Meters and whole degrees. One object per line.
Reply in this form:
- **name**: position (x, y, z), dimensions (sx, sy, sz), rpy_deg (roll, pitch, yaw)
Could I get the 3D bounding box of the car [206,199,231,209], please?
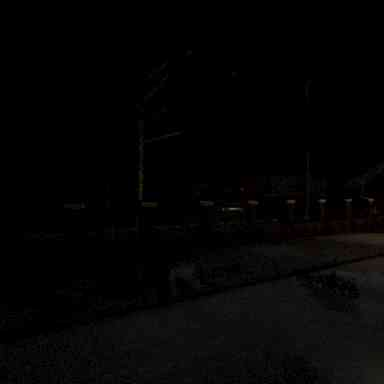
- **car**: position (3.687, 1.635, 47.614), dimensions (1.994, 1.385, 4.181), rpy_deg (0, 0, -35)
